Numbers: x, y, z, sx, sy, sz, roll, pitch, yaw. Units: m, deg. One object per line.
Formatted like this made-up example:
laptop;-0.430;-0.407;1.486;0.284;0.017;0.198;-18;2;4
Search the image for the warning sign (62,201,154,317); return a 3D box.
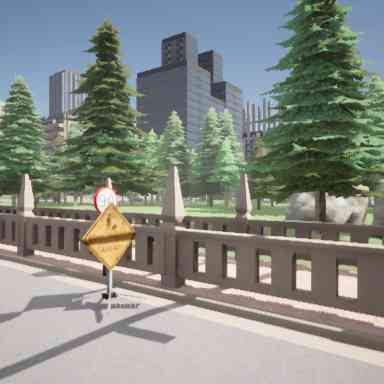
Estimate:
warning sign;-1.551;1.112;6.265;1.060;1.860;1.300;0;0;35
